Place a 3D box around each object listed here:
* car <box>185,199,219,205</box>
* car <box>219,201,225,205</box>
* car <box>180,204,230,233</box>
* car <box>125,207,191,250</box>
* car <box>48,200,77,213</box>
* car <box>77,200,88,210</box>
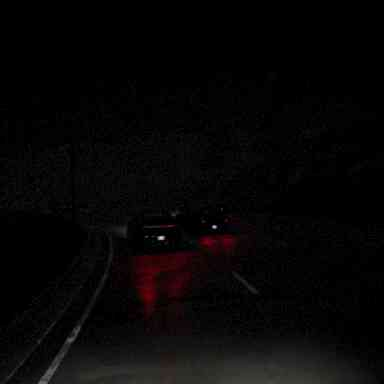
[{"bbox_3d":[0.163,1.534,29.774,1.812,1.442,4.674,-1,0,-27],"label":"car"},{"bbox_3d":[1.768,1.500,34.281,1.812,1.442,4.674,-1,0,-29],"label":"car"},{"bbox_3d":[0.499,1.598,19.891,1.895,1.301,4.718,-1,0,-18],"label":"car"},{"bbox_3d":[-1.841,1.539,14.900,2.128,1.511,4.902,-1,0,-16],"label":"car"},{"bbox_3d":[-17.562,1.960,44.147,2.033,1.411,5.357,-1,0,-37],"label":"car"},{"bbox_3d":[-16.877,1.904,48.994,1.837,1.490,4.892,-1,0,-36],"label":"car"}]
